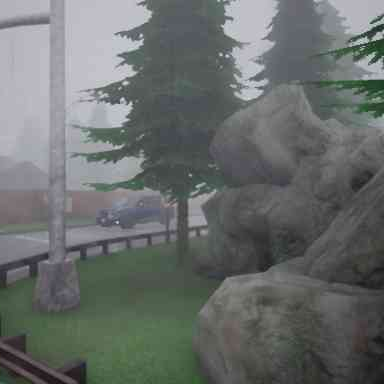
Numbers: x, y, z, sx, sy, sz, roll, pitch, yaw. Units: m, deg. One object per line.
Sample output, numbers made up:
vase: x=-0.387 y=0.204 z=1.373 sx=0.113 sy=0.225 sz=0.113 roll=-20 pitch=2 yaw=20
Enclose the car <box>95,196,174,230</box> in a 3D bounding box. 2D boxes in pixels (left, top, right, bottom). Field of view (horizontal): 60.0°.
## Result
car: x=-3.451 y=1.231 z=21.238 sx=2.150 sy=2.045 sz=5.566 roll=0 pitch=1 yaw=36
